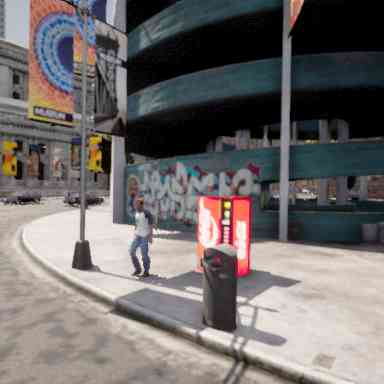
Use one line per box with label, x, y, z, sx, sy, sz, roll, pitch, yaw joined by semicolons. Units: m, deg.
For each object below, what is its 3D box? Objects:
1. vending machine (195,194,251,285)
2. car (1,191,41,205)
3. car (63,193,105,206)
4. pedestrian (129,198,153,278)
vending machine;0.804;1.108;8.439;0.880;2.100;1.100;2;1;45
car;-19.820;0.691;38.797;2.128;1.511;4.902;1;1;17
car;-12.540;0.867;38.957;2.033;1.411;5.357;1;1;22
pedestrian;-1.152;1.032;7.613;0.375;1.860;0.375;0;1;-44
